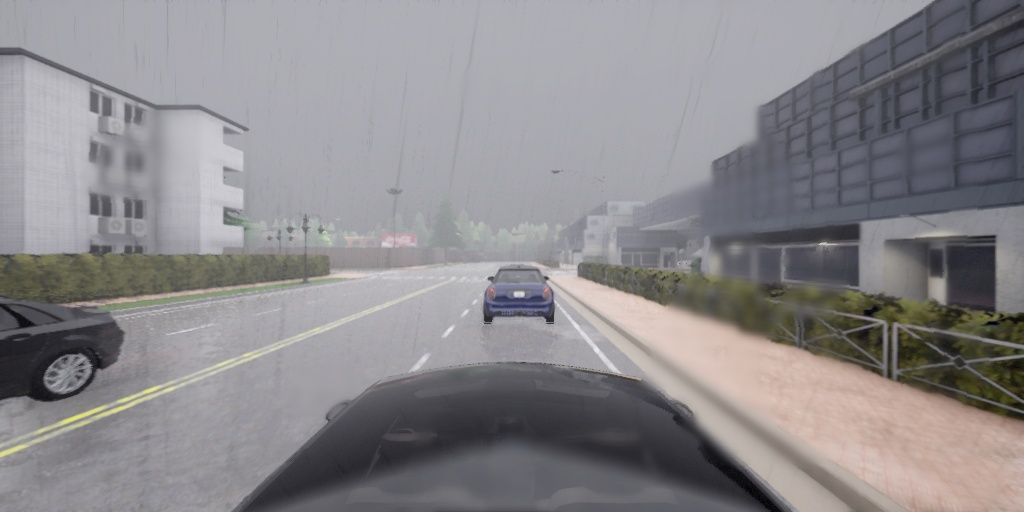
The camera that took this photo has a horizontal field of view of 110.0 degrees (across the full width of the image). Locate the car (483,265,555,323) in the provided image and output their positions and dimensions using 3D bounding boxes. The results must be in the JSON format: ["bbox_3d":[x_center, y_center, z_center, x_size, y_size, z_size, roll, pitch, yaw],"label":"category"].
[{"bbox_3d":[0.222,1.099,12.196,2.097,1.767,4.553,0,0,0],"label":"car"}]

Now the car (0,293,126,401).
[{"bbox_3d":[-7.087,1.249,3.614,1.837,1.490,4.892,0,0,0],"label":"car"}]
